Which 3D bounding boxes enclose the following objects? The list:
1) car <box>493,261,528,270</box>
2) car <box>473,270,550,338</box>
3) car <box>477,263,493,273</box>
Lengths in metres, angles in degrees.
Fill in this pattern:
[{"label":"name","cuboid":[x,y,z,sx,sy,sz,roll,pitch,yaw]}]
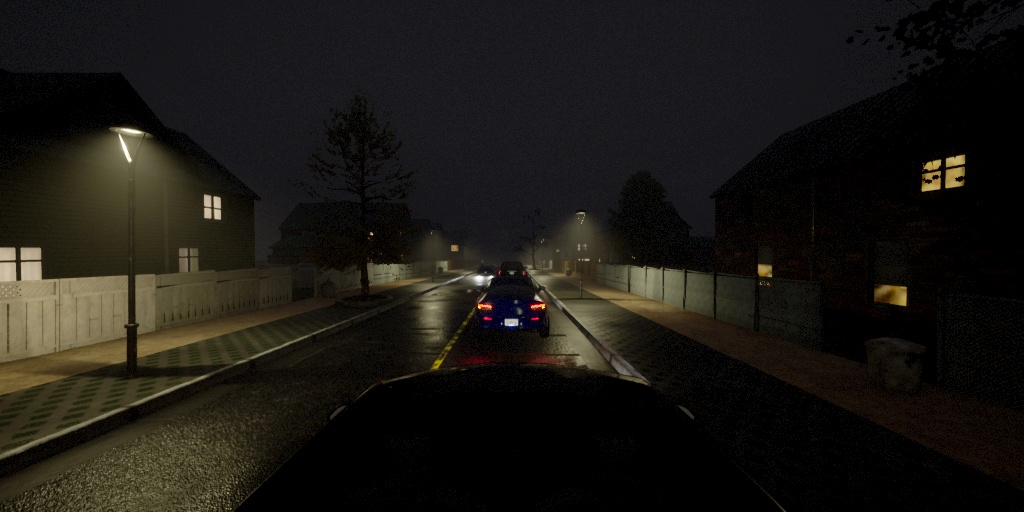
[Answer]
[{"label":"car","cuboid":[0.008,1.122,24.992,2.097,1.767,4.553,0,0,1]},{"label":"car","cuboid":[-0.015,1.275,10.072,1.812,1.442,4.674,0,0,0]},{"label":"car","cuboid":[-2.753,1.430,39.896,1.895,1.301,4.718,0,0,1]}]
